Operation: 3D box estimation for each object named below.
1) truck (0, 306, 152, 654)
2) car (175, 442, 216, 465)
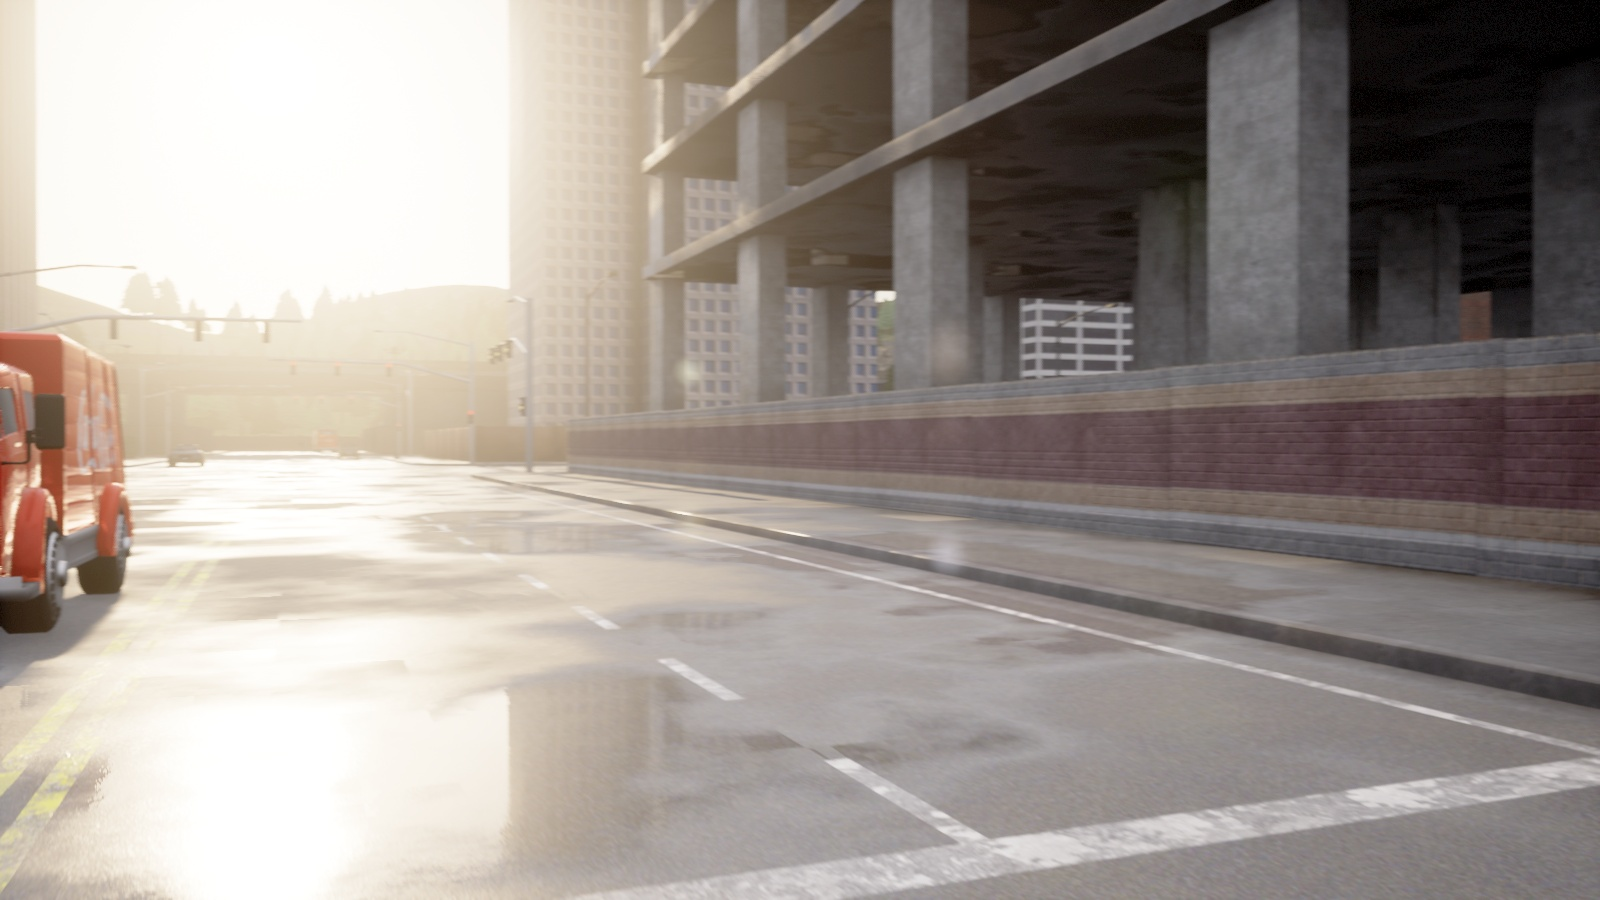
[{"bbox_3d":[-7.438,0.194,10.994,2.627,2.467,5.204,0,0,-22],"label":"truck"},{"bbox_3d":[-38.125,0.199,79.262,1.994,1.385,4.181,0,0,-22],"label":"car"}]
